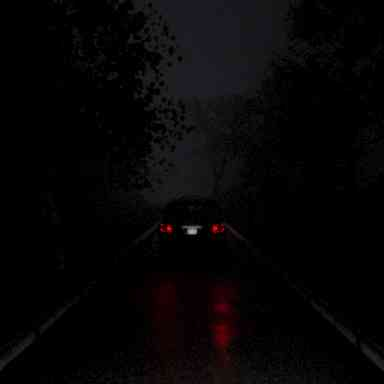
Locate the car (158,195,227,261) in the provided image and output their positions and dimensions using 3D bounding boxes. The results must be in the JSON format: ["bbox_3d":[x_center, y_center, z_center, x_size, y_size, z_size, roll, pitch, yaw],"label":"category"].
[{"bbox_3d":[0.027,1.237,12.393,2.150,2.045,5.566,0,0,0],"label":"car"}]

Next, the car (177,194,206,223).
[{"bbox_3d":[-0.072,1.253,27.402,2.150,2.045,5.566,0,0,0],"label":"car"}]
